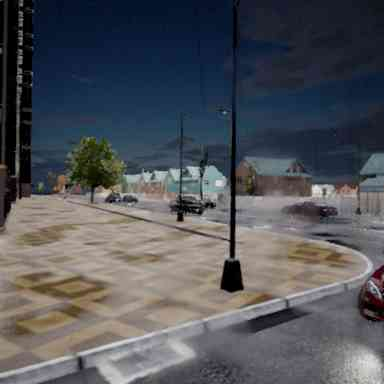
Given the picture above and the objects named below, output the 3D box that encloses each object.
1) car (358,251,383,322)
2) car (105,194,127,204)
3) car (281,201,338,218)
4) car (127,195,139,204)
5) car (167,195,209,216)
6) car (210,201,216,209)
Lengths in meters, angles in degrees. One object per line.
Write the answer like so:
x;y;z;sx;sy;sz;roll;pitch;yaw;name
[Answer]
4.929;1.568;6.386;4.674;1.442;1.812;0;1;-43;car
-12.530;1.119;53.123;2.128;1.511;4.902;1;0;-27;car
10.563;1.560;30.320;2.033;1.411;5.357;1;0;-28;car
-10.768;1.205;56.806;2.033;1.411;5.357;1;0;-28;car
-0.690;1.330;30.361;1.837;1.490;4.892;1;0;-28;car
1.036;1.447;41.496;1.895;1.301;4.718;1;0;-28;car
